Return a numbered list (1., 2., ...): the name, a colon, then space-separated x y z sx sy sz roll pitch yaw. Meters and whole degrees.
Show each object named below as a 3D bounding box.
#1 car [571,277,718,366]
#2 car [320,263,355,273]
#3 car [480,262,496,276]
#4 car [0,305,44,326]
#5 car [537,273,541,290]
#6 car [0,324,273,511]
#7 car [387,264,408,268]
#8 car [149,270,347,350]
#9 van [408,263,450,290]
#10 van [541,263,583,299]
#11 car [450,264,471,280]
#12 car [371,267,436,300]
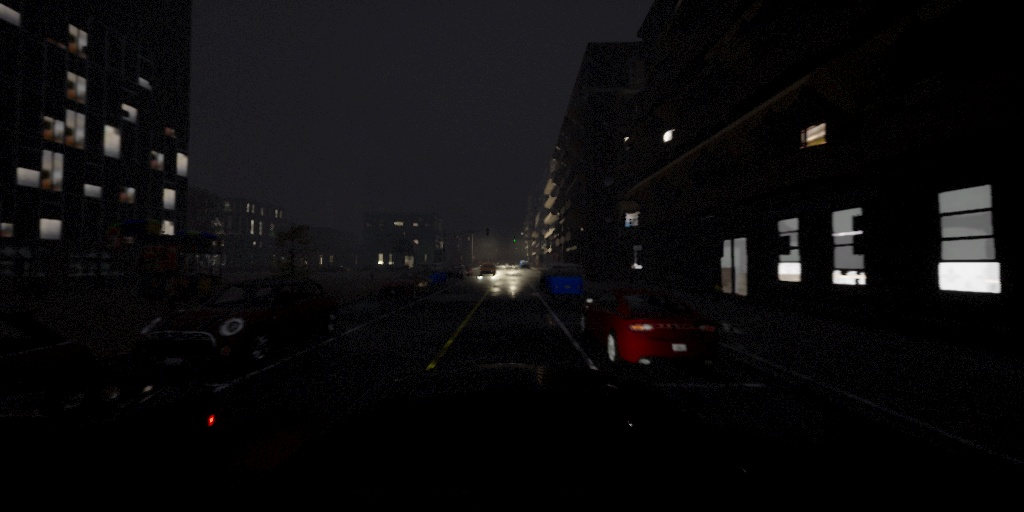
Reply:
1. car: 2.693 1.366 8.006 1.888 1.381 4.507 0 0 0
2. car: -26.368 1.797 53.608 4.097 1.591 1.967 0 0 1
3. car: -2.996 1.726 45.363 1.882 1.535 5.008 0 -1 0
4. car: -5.662 1.197 2.328 1.967 1.591 4.097 0 0 0
5. car: 2.694 1.572 24.943 1.948 1.339 4.313 0 0 0
6. car: -3.100 1.283 0.406 2.033 1.411 5.357 0 -1 0
7. car: -19.709 2.091 62.153 4.403 1.370 2.007 0 0 1
8. car: -5.656 1.261 7.974 1.967 1.591 4.097 0 0 0
9. van: -5.654 1.347 24.911 1.690 1.789 3.998 0 0 0
10. van: 2.694 1.286 19.297 1.690 1.789 3.998 0 0 0
11. car: -5.653 1.565 36.202 1.967 1.591 4.097 0 0 0
12. car: -5.654 1.490 19.265 1.888 1.381 4.507 0 0 0
